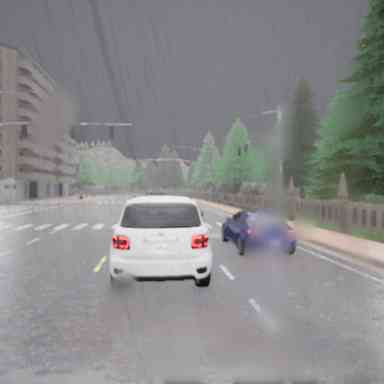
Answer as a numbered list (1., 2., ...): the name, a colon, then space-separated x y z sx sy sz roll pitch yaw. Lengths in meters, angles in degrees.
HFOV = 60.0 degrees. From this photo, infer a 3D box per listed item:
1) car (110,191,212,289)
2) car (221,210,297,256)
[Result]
1. car: -0.809 1.109 9.033 2.150 2.045 5.566 0 1 -5
2. car: 2.333 1.374 12.399 1.812 1.442 4.674 0 1 -6
